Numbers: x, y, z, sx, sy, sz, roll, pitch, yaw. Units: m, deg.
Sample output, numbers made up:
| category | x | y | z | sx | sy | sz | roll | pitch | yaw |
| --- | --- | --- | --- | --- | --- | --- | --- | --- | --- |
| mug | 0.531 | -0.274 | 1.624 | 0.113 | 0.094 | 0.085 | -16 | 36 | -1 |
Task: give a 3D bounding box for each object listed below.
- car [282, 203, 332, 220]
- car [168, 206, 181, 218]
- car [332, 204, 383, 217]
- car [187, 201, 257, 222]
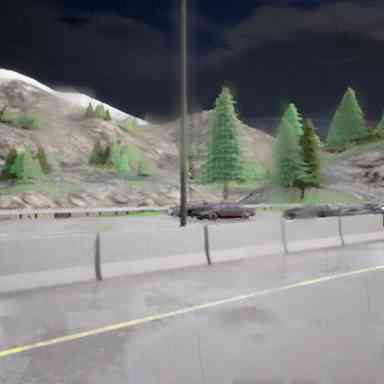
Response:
| category | x | y | z | sx | sy | sz | roll | pitch | yaw |
| --- | --- | --- | --- | --- | --- | --- | --- | --- | --- |
| car | 9.639 | 1.546 | 26.167 | 5.357 | 1.411 | 2.033 | 0 | 0 | -27 |
| car | 0.287 | 1.509 | 29.057 | 4.902 | 1.511 | 2.128 | 0 | 0 | -29 |
| car | 12.439 | 1.556 | 23.595 | 4.181 | 1.385 | 1.994 | 0 | 0 | -26 |
| car | 2.592 | 1.559 | 26.388 | 5.357 | 1.411 | 2.033 | 0 | 0 | -29 |
